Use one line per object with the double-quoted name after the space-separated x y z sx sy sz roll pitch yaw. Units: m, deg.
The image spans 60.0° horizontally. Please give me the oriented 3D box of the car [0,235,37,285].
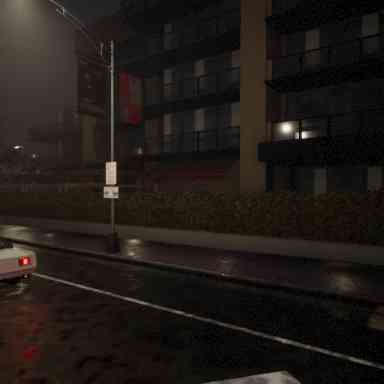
-5.957 1.600 8.263 4.718 1.301 1.895 0 0 36 "car"
